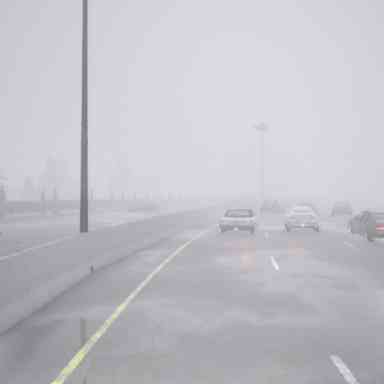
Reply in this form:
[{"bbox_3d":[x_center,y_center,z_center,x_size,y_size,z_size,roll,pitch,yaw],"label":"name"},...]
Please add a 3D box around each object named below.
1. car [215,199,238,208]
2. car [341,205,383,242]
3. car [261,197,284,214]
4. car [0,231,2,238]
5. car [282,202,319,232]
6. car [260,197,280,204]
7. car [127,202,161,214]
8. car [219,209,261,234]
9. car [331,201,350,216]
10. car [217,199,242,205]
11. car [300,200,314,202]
[{"bbox_3d":[5.508,1.804,52.503,1.994,1.385,4.181,-1,0,33],"label":"car"},{"bbox_3d":[9.222,1.598,16.483,2.033,1.411,5.357,0,0,13],"label":"car"},{"bbox_3d":[9.060,1.486,36.898,2.097,1.767,4.553,0,0,25],"label":"car"},{"bbox_3d":[-9.510,1.605,12.199,2.033,1.411,5.357,0,0,8],"label":"car"},{"bbox_3d":[6.748,1.597,20.694,1.812,1.442,4.674,0,0,15],"label":"car"},{"bbox_3d":[17.060,1.840,72.592,2.128,1.511,4.902,-1,-1,44],"label":"car"},{"bbox_3d":[-5.583,1.798,39.027,1.895,1.301,4.718,0,0,24],"label":"car"},{"bbox_3d":[2.918,1.677,19.936,1.895,1.301,4.718,0,0,14],"label":"car"},{"bbox_3d":[14.858,1.639,32.973,2.033,1.411,5.357,0,0,25],"label":"car"},{"bbox_3d":[5.614,1.702,45.930,1.837,1.490,4.892,-1,-1,30],"label":"car"},{"bbox_3d":[12.432,1.619,35.895,1.837,1.490,4.892,0,0,25],"label":"car"}]
